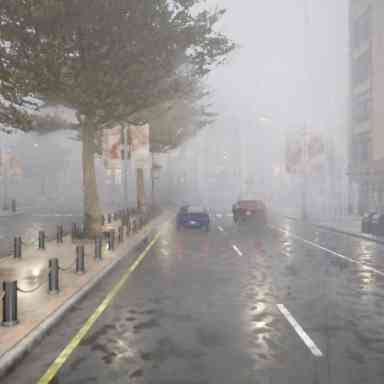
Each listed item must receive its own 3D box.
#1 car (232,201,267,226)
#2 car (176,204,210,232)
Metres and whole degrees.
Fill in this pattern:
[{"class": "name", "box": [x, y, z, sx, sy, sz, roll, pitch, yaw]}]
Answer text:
[{"class": "car", "box": [3.693, 1.321, 20.885, 1.895, 1.301, 4.718, 0, -11, 13]}, {"class": "car", "box": [0.056, 1.474, 20.156, 1.882, 1.535, 5.008, 0, 0, 0]}]
